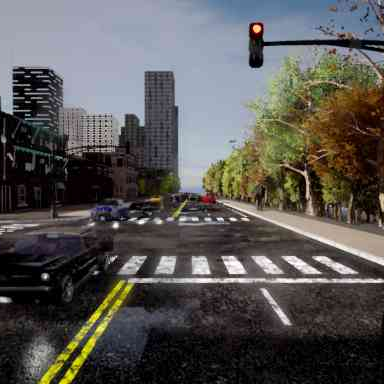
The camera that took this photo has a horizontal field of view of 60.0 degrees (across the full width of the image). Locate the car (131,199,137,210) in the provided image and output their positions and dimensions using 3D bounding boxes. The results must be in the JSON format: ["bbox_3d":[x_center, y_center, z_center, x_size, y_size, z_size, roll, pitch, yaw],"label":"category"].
[{"bbox_3d":[-6.539,1.550,41.723,1.994,1.385,4.181,0,0,0],"label":"car"}]

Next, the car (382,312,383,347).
[{"bbox_3d":[3.355,1.491,2.342,2.128,1.511,4.902,0,0,0],"label":"car"}]

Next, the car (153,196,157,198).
[{"bbox_3d":[-6.471,1.454,61.953,1.882,1.535,5.008,0,0,0],"label":"car"}]

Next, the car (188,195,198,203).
[{"bbox_3d":[0.196,1.466,66.188,2.128,1.511,4.902,0,0,0],"label":"car"}]

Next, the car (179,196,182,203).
[{"bbox_3d":[-3.154,1.480,68.887,1.837,1.490,4.892,0,0,0],"label":"car"}]

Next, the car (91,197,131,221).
[{"bbox_3d":[-6.562,1.344,26.734,2.097,1.767,4.553,0,0,0],"label":"car"}]

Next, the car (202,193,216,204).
[{"bbox_3d":[3.441,1.196,65.290,2.150,2.045,5.566,0,0,1],"label":"car"}]

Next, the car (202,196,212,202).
[{"bbox_3d":[3.361,1.522,75.874,1.994,1.385,4.181,0,0,0],"label":"car"}]

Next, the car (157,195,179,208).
[{"bbox_3d":[-3.281,1.335,46.652,2.097,1.767,4.553,0,0,0],"label":"car"}]

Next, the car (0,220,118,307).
[{"bbox_3d":[-3.338,1.599,8.088,1.895,1.301,4.718,0,0,0],"label":"car"}]

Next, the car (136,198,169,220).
[{"bbox_3d":[-3.308,1.497,28.537,1.837,1.490,4.892,0,0,0],"label":"car"}]

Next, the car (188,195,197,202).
[{"bbox_3d":[0.115,1.446,76.495,1.882,1.535,5.008,0,0,0],"label":"car"}]
